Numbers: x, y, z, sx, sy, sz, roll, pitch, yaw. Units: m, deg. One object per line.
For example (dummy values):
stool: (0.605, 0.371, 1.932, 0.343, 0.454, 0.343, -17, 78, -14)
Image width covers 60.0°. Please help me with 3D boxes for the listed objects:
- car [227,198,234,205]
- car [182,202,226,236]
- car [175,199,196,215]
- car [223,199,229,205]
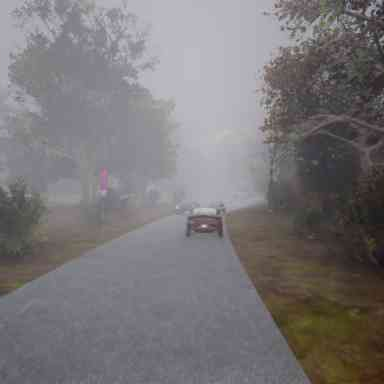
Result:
car: (8.471, 2.235, 76.698, 1.837, 1.490, 4.892, 1, 0, 16)
car: (0.745, 1.522, 18.677, 1.882, 1.535, 5.008, 0, 0, 3)
car: (-0.439, 1.562, 35.984, 2.097, 1.767, 4.553, 0, -1, 8)
car: (2.968, 1.850, 39.126, 1.994, 1.385, 4.181, 0, -1, 8)
